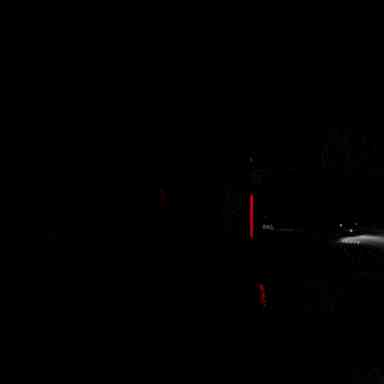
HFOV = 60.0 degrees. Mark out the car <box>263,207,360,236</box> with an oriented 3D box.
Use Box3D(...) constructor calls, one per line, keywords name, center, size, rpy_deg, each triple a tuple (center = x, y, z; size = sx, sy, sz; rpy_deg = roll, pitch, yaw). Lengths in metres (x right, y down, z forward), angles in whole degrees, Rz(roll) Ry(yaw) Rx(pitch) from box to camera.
Box3D(name="car", center=(6.473, 1.547, 18.843), size=(2.033, 1.411, 5.357), rpy_deg=(0, 0, -34))
